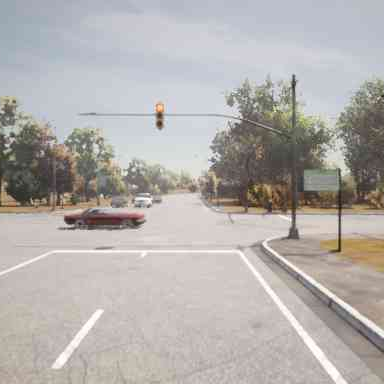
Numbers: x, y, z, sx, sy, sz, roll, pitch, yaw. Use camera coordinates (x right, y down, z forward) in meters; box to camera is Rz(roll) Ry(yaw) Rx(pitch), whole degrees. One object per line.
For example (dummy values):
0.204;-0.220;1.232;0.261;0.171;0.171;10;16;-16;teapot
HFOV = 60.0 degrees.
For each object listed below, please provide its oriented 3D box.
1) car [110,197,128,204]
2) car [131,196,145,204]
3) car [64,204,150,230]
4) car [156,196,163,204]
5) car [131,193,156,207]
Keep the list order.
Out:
-10.494;1.501;47.862;1.837;1.490;4.892;0;0;0;car
-10.402;1.557;64.250;1.994;1.385;4.181;0;0;1;car
-5.266;1.601;20.554;4.718;1.301;1.895;0;0;4;car
-6.887;1.541;65.513;2.033;1.411;5.357;0;0;1;car
-6.993;1.218;48.227;2.150;2.045;5.566;0;0;0;car
